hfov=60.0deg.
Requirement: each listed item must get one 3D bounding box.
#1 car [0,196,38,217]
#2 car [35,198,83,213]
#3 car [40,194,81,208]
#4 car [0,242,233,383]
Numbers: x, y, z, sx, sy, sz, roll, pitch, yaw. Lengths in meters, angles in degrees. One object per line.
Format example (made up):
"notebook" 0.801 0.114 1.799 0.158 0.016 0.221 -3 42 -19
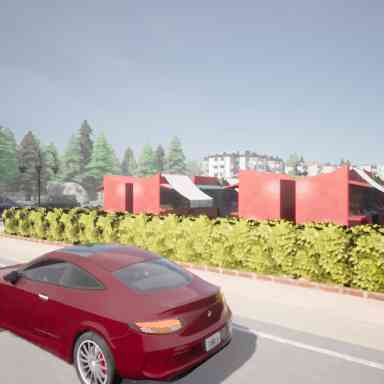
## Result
"car" -15.588 1.278 26.506 2.150 2.045 5.566 0 0 37
"car" -15.463 1.533 38.895 1.882 1.535 5.008 0 0 36
"car" -14.459 1.277 34.344 2.150 2.045 5.566 0 0 36
"car" -1.617 1.526 5.146 4.674 1.442 1.812 0 0 36
